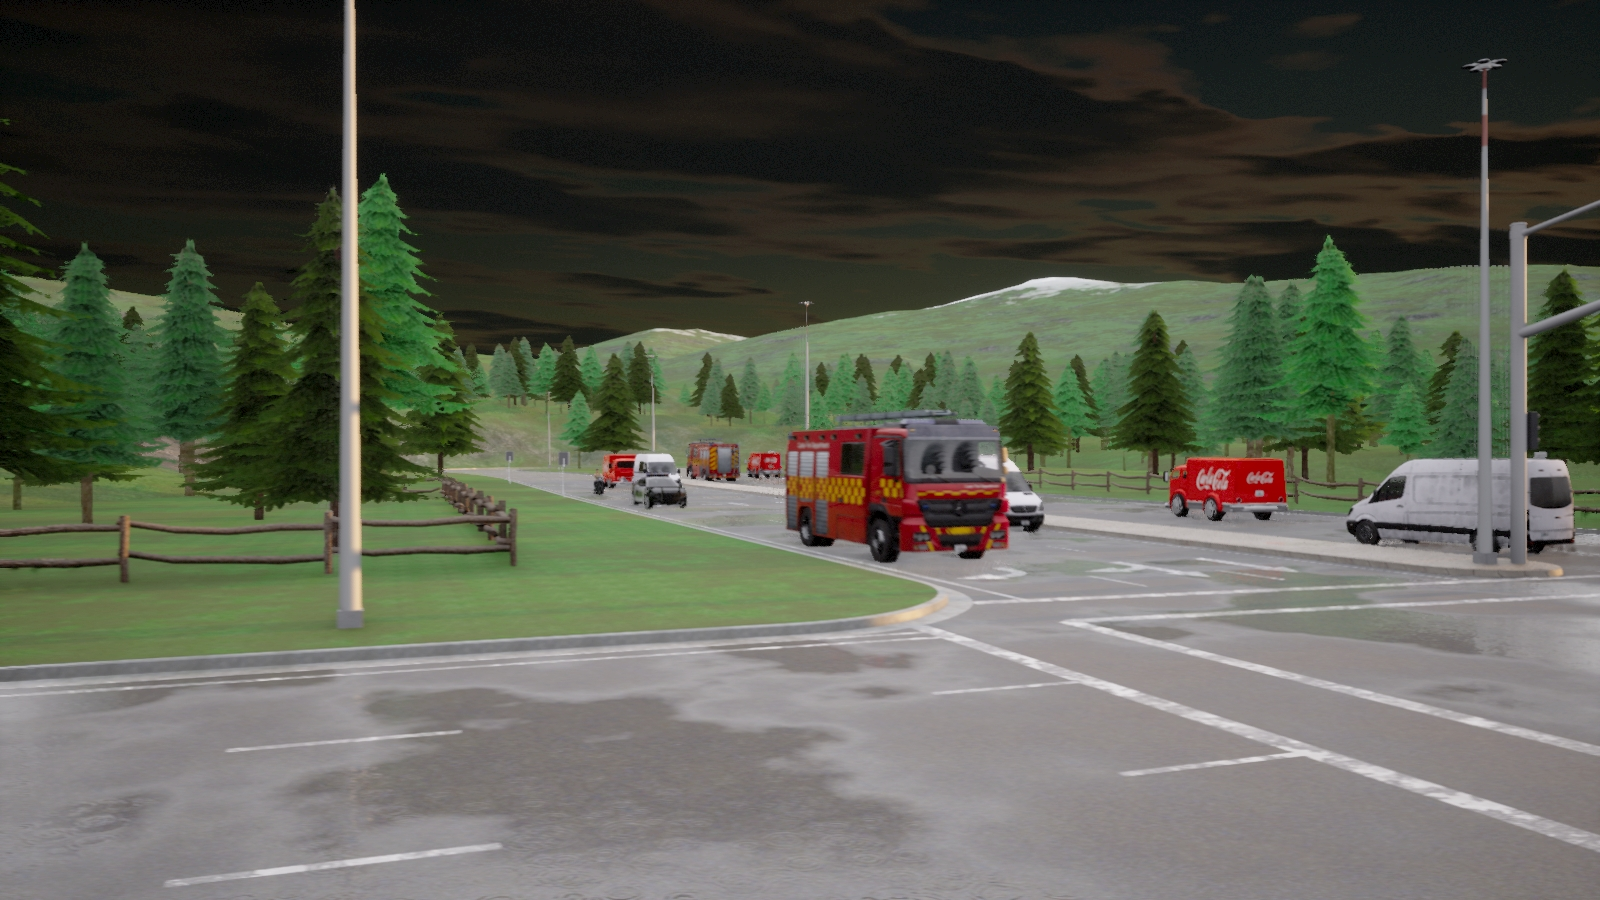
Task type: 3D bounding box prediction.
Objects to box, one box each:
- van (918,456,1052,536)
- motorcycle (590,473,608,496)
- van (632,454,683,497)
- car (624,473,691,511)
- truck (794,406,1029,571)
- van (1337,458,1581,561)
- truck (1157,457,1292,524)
[{"bbox_3d":[6.374,1.522,40.259,1.988,2.561,5.915,0,0,-21],"label":"van"},{"bbox_3d":[-12.545,2.147,71.202,0.764,1.307,2.356,0,0,-19],"label":"motorcycle"},{"bbox_3d":[-8.970,1.524,71.584,1.988,2.561,5.915,0,0,-19],"label":"van"},{"bbox_3d":[-6.999,1.974,55.557,2.097,1.638,5.238,0,0,-20],"label":"car"},{"bbox_3d":[2.657,0.882,30.980,2.891,3.827,8.468,0,0,-21],"label":"truck"},{"bbox_3d":[18.156,1.517,31.916,1.988,2.561,5.915,0,0,-22],"label":"van"},{"bbox_3d":[16.945,1.547,45.974,2.627,2.467,5.204,0,0,-13],"label":"truck"}]
